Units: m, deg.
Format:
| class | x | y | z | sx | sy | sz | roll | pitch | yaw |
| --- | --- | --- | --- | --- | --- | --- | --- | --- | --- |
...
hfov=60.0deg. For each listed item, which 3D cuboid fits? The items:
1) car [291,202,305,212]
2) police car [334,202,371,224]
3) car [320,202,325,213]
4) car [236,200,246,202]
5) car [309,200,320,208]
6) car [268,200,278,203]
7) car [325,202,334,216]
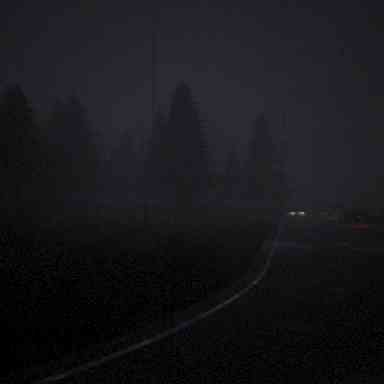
| class | x | y | z | sx | sy | sz | roll | pitch | yaw |
| --- | --- | --- | --- | --- | --- | --- | --- | --- | --- |
| car | 15.401 | 2.175 | 48.372 | 2.033 | 1.411 | 5.357 | -1 | -1 | 17 |
| police car | 13.797 | 1.755 | 28.458 | 1.930 | 1.638 | 5.238 | -1 | -1 | 17 |
| car | 18.391 | 2.033 | 43.667 | 1.837 | 1.490 | 4.892 | -1 | -1 | 17 |
| car | 12.841 | 2.491 | 88.184 | 1.905 | 1.878 | 3.866 | 0 | -1 | -14 |
| car | 22.897 | 2.253 | 61.905 | 1.882 | 1.535 | 5.008 | -1 | -1 | 17 |
| car | 19.812 | 2.217 | 77.217 | 5.008 | 1.535 | 1.882 | -1 | -1 | 17 |
| car | 16.657 | 1.958 | 37.924 | 1.837 | 1.490 | 4.892 | -1 | -1 | 17 |
